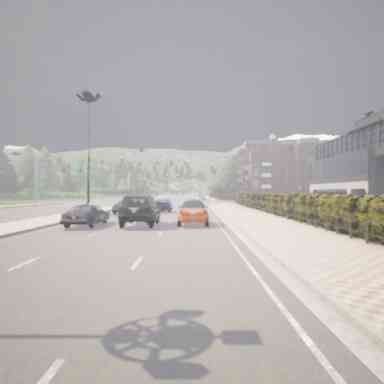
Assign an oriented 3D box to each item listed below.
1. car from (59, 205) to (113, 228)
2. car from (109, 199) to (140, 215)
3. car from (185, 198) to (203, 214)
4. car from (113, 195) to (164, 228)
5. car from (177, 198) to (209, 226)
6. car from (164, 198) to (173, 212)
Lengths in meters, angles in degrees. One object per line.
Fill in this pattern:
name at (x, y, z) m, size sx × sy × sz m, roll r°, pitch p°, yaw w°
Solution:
car at (-6.925, 1.536, 21.956) m, size 2.033 × 1.411 × 5.357 m, roll 0°, pitch 0°, yaw 0°
car at (-6.828, 1.529, 34.474) m, size 2.033 × 1.411 × 5.357 m, roll 0°, pitch 0°, yaw 1°
car at (0.218, 1.486, 37.137) m, size 1.837 × 1.490 × 4.892 m, roll 0°, pitch 0°, yaw 1°
car at (-3.416, 1.210, 22.280) m, size 2.150 × 2.045 × 5.566 m, roll 0°, pitch 0°, yaw 0°
car at (0.092, 1.339, 23.171) m, size 2.097 × 1.767 × 4.553 m, roll 0°, pitch 0°, yaw 1°
car at (-3.269, 1.457, 38.079) m, size 1.882 × 1.535 × 5.008 m, roll 0°, pitch 0°, yaw 1°
